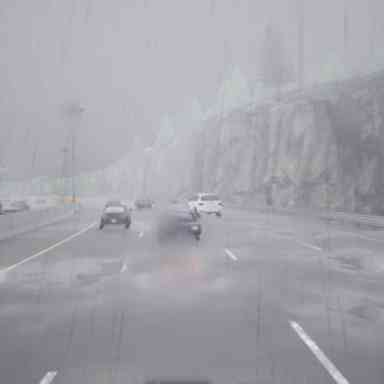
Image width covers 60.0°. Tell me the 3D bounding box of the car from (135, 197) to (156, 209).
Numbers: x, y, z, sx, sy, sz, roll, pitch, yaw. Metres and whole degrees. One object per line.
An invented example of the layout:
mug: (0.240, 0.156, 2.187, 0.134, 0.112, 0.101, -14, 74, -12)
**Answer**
car: (-6.826, 1.522, 46.198, 2.128, 1.511, 4.902, -1, 0, -17)

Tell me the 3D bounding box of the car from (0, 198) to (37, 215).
car: (-18.443, 1.742, 35.231, 2.033, 1.411, 5.357, -1, 0, -14)

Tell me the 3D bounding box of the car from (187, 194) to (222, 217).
car: (1.034, 1.171, 29.878, 2.150, 2.045, 5.566, 0, 0, -12)

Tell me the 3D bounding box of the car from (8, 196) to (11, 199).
car: (-42.606, 1.670, 76.601, 1.837, 1.490, 4.892, -1, 0, -25)

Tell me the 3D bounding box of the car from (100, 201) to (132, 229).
car: (-4.987, 1.562, 22.110, 1.812, 1.442, 4.674, -1, 0, -8)

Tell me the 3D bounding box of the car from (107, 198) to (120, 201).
car: (-11.899, 1.655, 50.494, 1.994, 1.385, 4.181, -1, 0, -19)

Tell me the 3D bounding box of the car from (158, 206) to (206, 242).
car: (-0.726, 1.589, 16.495, 1.895, 1.301, 4.718, -1, 0, -6)

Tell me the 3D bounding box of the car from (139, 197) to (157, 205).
car: (-8.156, 1.575, 61.191, 2.033, 1.411, 5.357, -1, 0, -23)

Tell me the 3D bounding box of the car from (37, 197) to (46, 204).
car: (-31.526, 1.798, 69.478, 1.882, 1.535, 5.008, -1, 0, -25)

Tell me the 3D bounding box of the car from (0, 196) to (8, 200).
car: (-22.346, 1.465, 36.316, 2.150, 2.045, 5.566, -1, 0, -15)

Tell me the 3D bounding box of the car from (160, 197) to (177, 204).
car: (-4.338, 1.579, 60.937, 1.895, 1.301, 4.718, -1, 0, -22)
